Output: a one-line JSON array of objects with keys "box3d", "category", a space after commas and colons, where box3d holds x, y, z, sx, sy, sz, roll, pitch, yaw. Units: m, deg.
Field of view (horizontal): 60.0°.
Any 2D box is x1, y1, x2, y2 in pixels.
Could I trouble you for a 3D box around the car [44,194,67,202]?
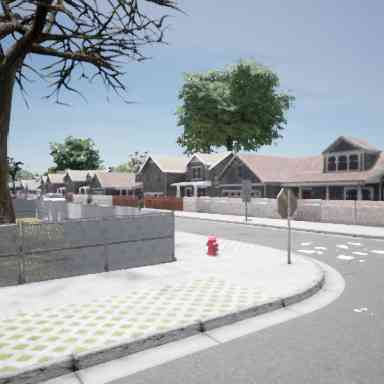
[{"box3d": [-19.165, 1.262, 46.482, 2.150, 2.045, 5.566, 0, 0, -36], "category": "car"}]
